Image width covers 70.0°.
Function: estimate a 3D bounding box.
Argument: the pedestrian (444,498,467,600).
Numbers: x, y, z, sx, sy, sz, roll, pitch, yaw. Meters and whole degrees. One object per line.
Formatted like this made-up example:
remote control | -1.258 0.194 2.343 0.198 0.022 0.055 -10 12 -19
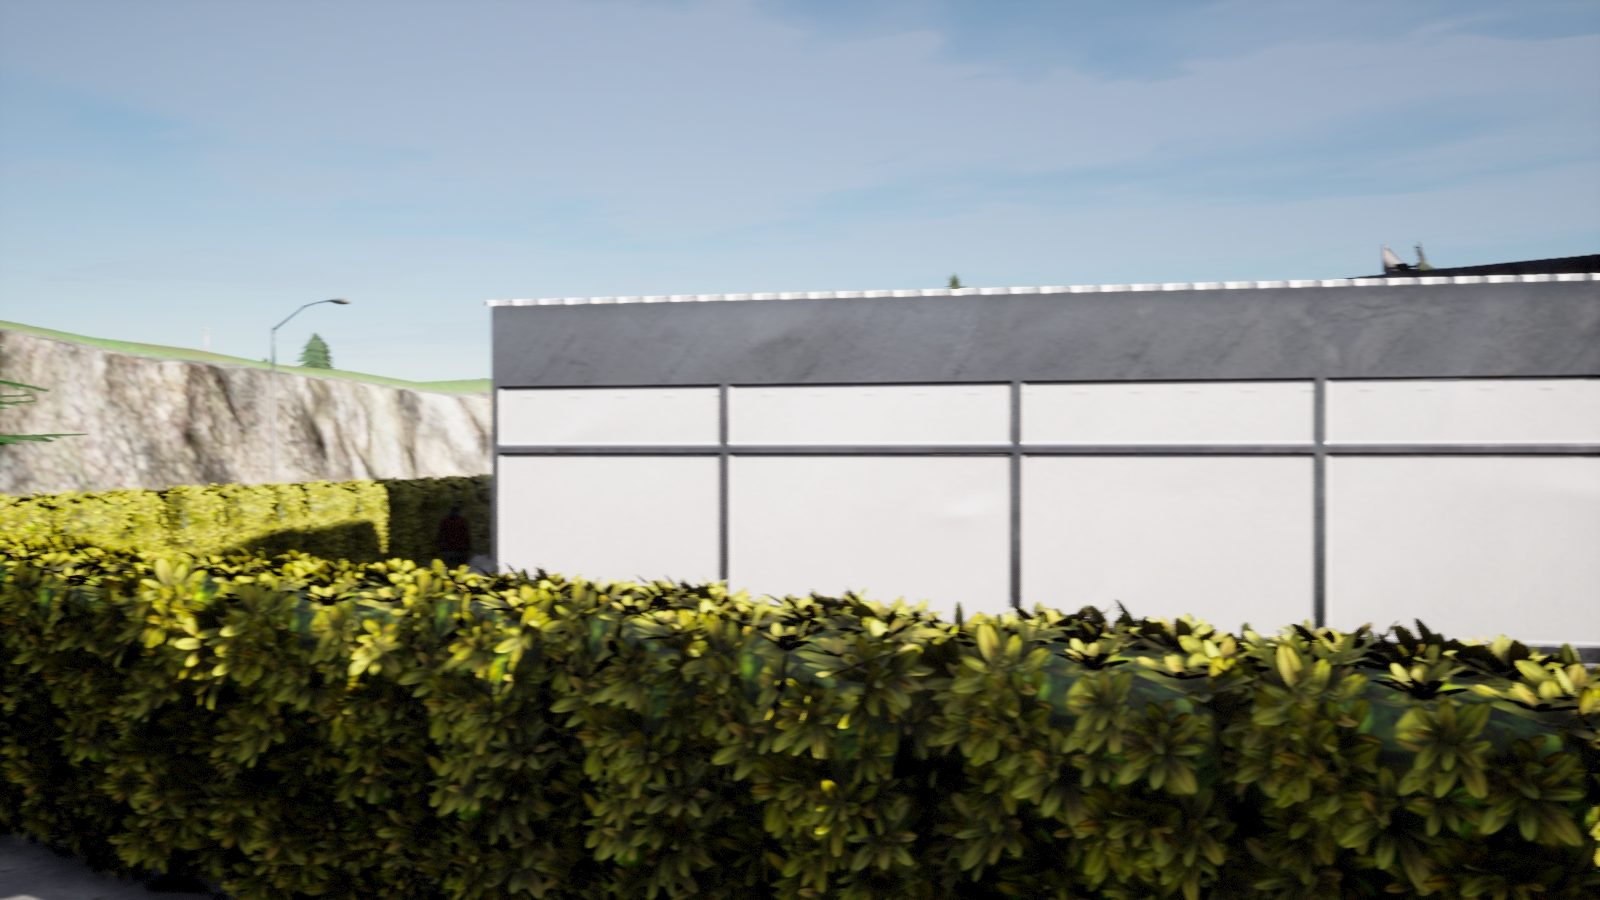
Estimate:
pedestrian | -6.386 1.825 21.199 0.375 1.860 0.375 0 0 -10
